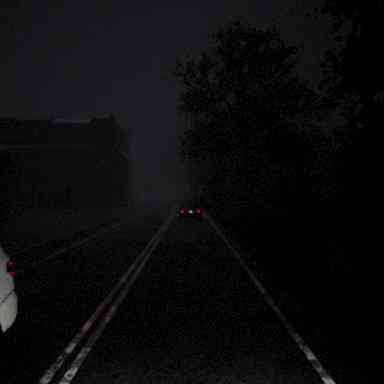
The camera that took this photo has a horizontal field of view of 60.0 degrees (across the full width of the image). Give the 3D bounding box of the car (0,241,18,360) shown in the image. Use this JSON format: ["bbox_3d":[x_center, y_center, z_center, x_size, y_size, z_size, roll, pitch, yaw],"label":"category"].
[{"bbox_3d":[-3.355,1.222,2.107,2.150,2.045,5.566,0,0,0],"label":"car"}]

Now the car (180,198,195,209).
[{"bbox_3d":[-0.661,1.505,45.374,1.895,1.301,4.718,0,0,-2],"label":"car"}]

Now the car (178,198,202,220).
[{"bbox_3d":[-0.163,1.514,27.315,2.033,1.411,5.357,0,0,-1],"label":"car"}]
